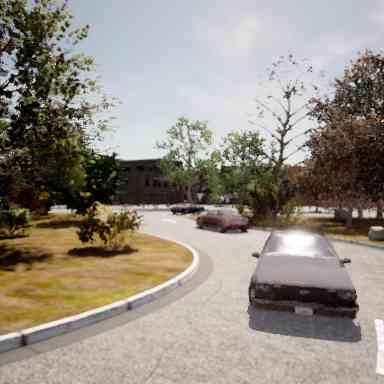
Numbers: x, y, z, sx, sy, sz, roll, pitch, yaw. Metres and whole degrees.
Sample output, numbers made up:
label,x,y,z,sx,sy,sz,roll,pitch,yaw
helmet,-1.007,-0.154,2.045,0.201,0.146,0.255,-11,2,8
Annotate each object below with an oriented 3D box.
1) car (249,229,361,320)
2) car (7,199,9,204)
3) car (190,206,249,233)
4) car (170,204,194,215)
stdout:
label,x,y,z,sx,sy,sz,roll,pitch,yaw
car,2.593,1.643,8.106,2.033,1.411,5.357,1,-1,16
car,-21.354,1.461,37.723,2.435,2.045,5.566,0,0,-29
car,1.945,1.845,22.180,1.994,1.385,4.181,1,-1,-29
car,-0.466,2.095,40.663,1.895,1.301,4.718,0,-1,37
